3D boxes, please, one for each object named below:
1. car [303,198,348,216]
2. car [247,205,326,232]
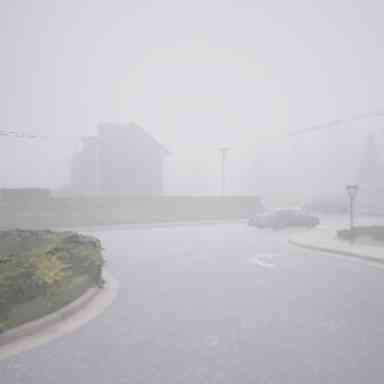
[{"bbox_3d":[15.041,1.659,37.939,2.150,2.045,5.566,1,-1,-24],"label":"car"},{"bbox_3d":[6.252,1.833,22.541,5.357,1.411,2.033,0,-1,-29],"label":"car"}]
